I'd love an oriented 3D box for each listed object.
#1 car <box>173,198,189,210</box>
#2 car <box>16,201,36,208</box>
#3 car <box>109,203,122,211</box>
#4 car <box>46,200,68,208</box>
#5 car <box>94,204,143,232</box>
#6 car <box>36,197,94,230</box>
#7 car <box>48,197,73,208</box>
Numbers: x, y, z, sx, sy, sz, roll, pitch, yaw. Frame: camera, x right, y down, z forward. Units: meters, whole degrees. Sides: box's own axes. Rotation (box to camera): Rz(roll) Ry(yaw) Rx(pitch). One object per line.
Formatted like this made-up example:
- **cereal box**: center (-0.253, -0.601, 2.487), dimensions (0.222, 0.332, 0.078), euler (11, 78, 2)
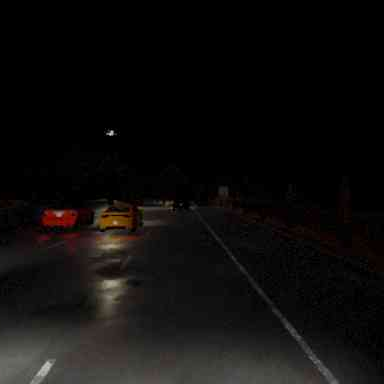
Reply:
- **car**: center (-1.405, 1.473, 41.609), dimensions (1.994, 1.385, 4.181), euler (0, 0, -2)
- **car**: center (-15.272, 1.570, 32.500), dimensions (1.895, 1.301, 4.718), euler (0, 0, -2)
- **car**: center (-16.661, 3.283, 72.302), dimensions (1.895, 1.301, 4.718), euler (0, -6, -2)
- **car**: center (-23.132, 2.036, 57.169), dimensions (1.895, 1.301, 4.718), euler (0, -3, -2)
- **car**: center (-4.096, 1.442, 19.846), dimensions (1.882, 1.535, 5.008), euler (0, 0, -2)
- **car**: center (-7.644, 1.325, 21.029), dimensions (2.097, 1.767, 4.553), euler (0, 0, -2)
- **car**: center (-19.376, 1.579, 49.339), dimensions (1.837, 1.490, 4.892), euler (0, -2, -2)
